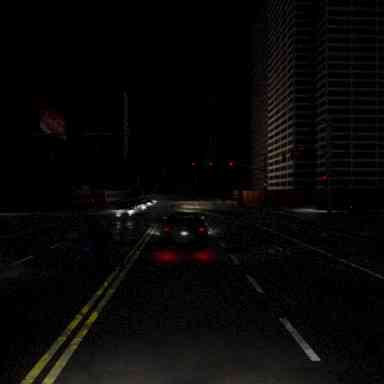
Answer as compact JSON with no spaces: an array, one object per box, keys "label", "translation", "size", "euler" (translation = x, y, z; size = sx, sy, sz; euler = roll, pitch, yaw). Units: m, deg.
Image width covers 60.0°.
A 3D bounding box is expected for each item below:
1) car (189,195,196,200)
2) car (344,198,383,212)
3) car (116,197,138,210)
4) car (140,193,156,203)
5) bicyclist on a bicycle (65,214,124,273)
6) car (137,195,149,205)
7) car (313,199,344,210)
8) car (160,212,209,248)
[{"label":"car","translation":[0.243,1.525,94.655],"size":[2.128,1.511,4.902],"euler":[0,0,-2]},{"label":"car","translation":[20.965,1.492,38.763],"size":[4.902,1.511,2.128],"euler":[0,0,-2]},{"label":"car","translation":[-8.560,1.525,43.316],"size":[1.812,1.442,4.674],"euler":[0,0,-2]},{"label":"car","translation":[-9.433,1.525,70.989],"size":[2.128,1.511,4.902],"euler":[0,0,-2]},{"label":"bicyclist on a bicycle","translation":[-2.758,1.455,9.344],"size":[1.656,1.620,0.582],"euler":[-2,0,-2]},{"label":"car","translation":[-9.053,1.601,57.828],"size":[1.895,1.301,4.718],"euler":[0,0,-2]},{"label":"car","translation":[18.310,1.547,42.161],"size":[5.357,1.411,2.033],"euler":[0,0,-2]},{"label":"car","translation":[-0.362,1.564,14.756],"size":[1.994,1.385,4.181],"euler":[0,0,-2]}]
